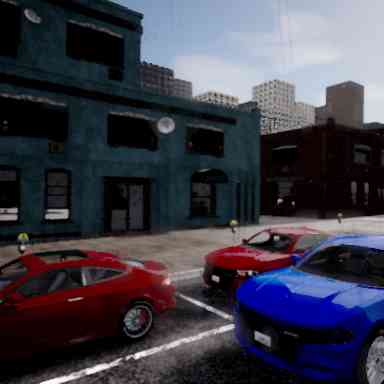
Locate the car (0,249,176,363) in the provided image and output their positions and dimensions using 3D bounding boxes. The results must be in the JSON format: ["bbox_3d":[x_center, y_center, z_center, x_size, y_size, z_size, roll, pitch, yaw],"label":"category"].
[{"bbox_3d":[-2.214,1.584,4.967,4.206,1.307,1.802,0,1,-35],"label":"car"}]

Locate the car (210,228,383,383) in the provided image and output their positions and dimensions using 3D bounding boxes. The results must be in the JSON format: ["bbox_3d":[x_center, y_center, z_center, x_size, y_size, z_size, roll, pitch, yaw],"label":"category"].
[{"bbox_3d":[2.888,1.485,5.421,5.008,1.535,1.882,0,0,-35],"label":"car"}]

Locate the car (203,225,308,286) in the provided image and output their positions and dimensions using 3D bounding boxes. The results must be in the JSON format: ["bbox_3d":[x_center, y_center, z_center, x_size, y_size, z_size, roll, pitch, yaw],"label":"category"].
[{"bbox_3d":[2.330,1.554,8.207,4.507,1.381,1.887,0,1,-35],"label":"car"}]
